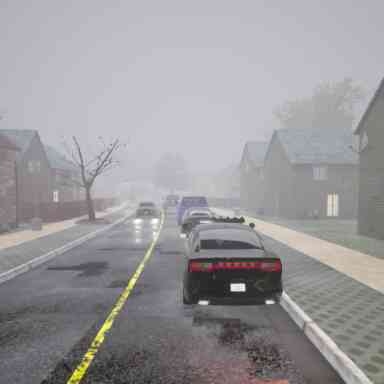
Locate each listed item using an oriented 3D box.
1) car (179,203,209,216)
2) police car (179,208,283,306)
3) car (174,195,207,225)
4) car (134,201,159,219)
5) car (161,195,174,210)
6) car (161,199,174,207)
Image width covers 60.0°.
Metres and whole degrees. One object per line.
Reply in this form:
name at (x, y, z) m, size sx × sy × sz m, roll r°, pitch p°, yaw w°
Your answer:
car at (0.354, 1.545, 18.197) m, size 1.812 × 1.442 × 4.674 m, roll 0°, pitch 0°, yaw -3°
police car at (0.721, 1.425, 8.248) m, size 1.930 × 1.638 × 5.238 m, roll 0°, pitch 0°, yaw -1°
car at (0.004, 1.263, 24.257) m, size 2.150 × 2.045 × 5.566 m, roll 0°, pitch 0°, yaw -4°
car at (-4.110, 1.580, 30.480) m, size 1.837 × 1.490 × 4.892 m, roll 0°, pitch 0°, yaw -5°
car at (-2.682, 1.356, 44.579) m, size 2.150 × 2.045 × 5.566 m, roll 0°, pitch 0°, yaw -7°
car at (-4.198, 1.814, 56.051) m, size 1.895 × 1.301 × 4.718 m, roll 0°, pitch 0°, yaw -9°
